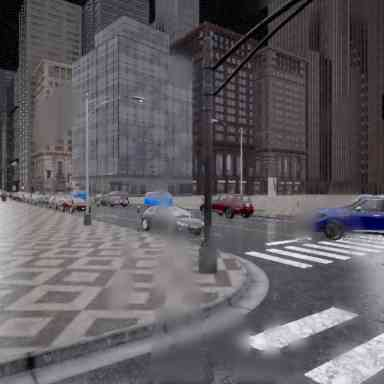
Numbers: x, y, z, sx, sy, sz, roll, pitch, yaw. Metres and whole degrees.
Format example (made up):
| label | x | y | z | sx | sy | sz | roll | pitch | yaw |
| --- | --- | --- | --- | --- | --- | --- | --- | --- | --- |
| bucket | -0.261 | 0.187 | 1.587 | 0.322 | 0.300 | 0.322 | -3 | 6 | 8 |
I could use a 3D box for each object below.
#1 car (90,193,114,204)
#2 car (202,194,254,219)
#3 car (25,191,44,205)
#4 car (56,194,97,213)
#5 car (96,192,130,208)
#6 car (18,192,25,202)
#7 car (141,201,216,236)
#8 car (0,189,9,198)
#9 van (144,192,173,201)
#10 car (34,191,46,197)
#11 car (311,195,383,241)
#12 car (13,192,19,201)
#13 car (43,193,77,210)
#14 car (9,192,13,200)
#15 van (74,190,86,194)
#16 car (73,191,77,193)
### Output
| label | x | y | z | sx | sy | sz | roll | pitch | yaw |
| --- | --- | --- | --- | --- | --- | --- | --- | --- | --- |
| car | -13.152 | 0.934 | 48.552 | 2.008 | 1.369 | 4.403 | 1 | 0 | -35 |
| car | 2.700 | 1.049 | 26.323 | 2.192 | 1.841 | 5.009 | 1 | 0 | -35 |
| car | -20.097 | 0.939 | 43.609 | 2.008 | 1.369 | 4.403 | 1 | 0 | -35 |
| car | -10.590 | 1.139 | 30.273 | 1.887 | 1.381 | 4.507 | 1 | 0 | -35 |
| car | -9.226 | 1.060 | 38.606 | 2.033 | 1.411 | 5.357 | 0 | 1 | -36 |
| car | -23.267 | 0.874 | 48.054 | 2.008 | 1.369 | 4.403 | 1 | 0 | -35 |
| car | -1.083 | 1.366 | 16.938 | 2.008 | 1.369 | 4.403 | 1 | 0 | -35 |
| car | -39.113 | 0.611 | 70.278 | 1.947 | 1.339 | 4.313 | 1 | 0 | -35 |
| van | -3.640 | 0.930 | 35.214 | 1.690 | 1.788 | 3.998 | 1 | 0 | -35 |
| car | -38.507 | 0.494 | 84.115 | 1.887 | 1.381 | 4.507 | 0 | 0 | -35 |
| car | 8.312 | 1.151 | 14.877 | 5.566 | 2.045 | 2.150 | 1 | 3 | 24 |
| car | -26.434 | 0.702 | 52.499 | 1.967 | 1.590 | 4.097 | 1 | 0 | -35 |
| car | -13.759 | 1.074 | 34.718 | 2.008 | 1.369 | 4.403 | 1 | 0 | -35 |
| car | -29.605 | 0.747 | 56.944 | 1.887 | 1.381 | 4.507 | 1 | 0 | -35 |
| van | -19.488 | 0.597 | 57.442 | 1.690 | 1.788 | 3.998 | 1 | 0 | -35 |
| car | -21.249 | 0.865 | 55.471 | 1.895 | 1.301 | 4.718 | 0 | 1 | -35 |
